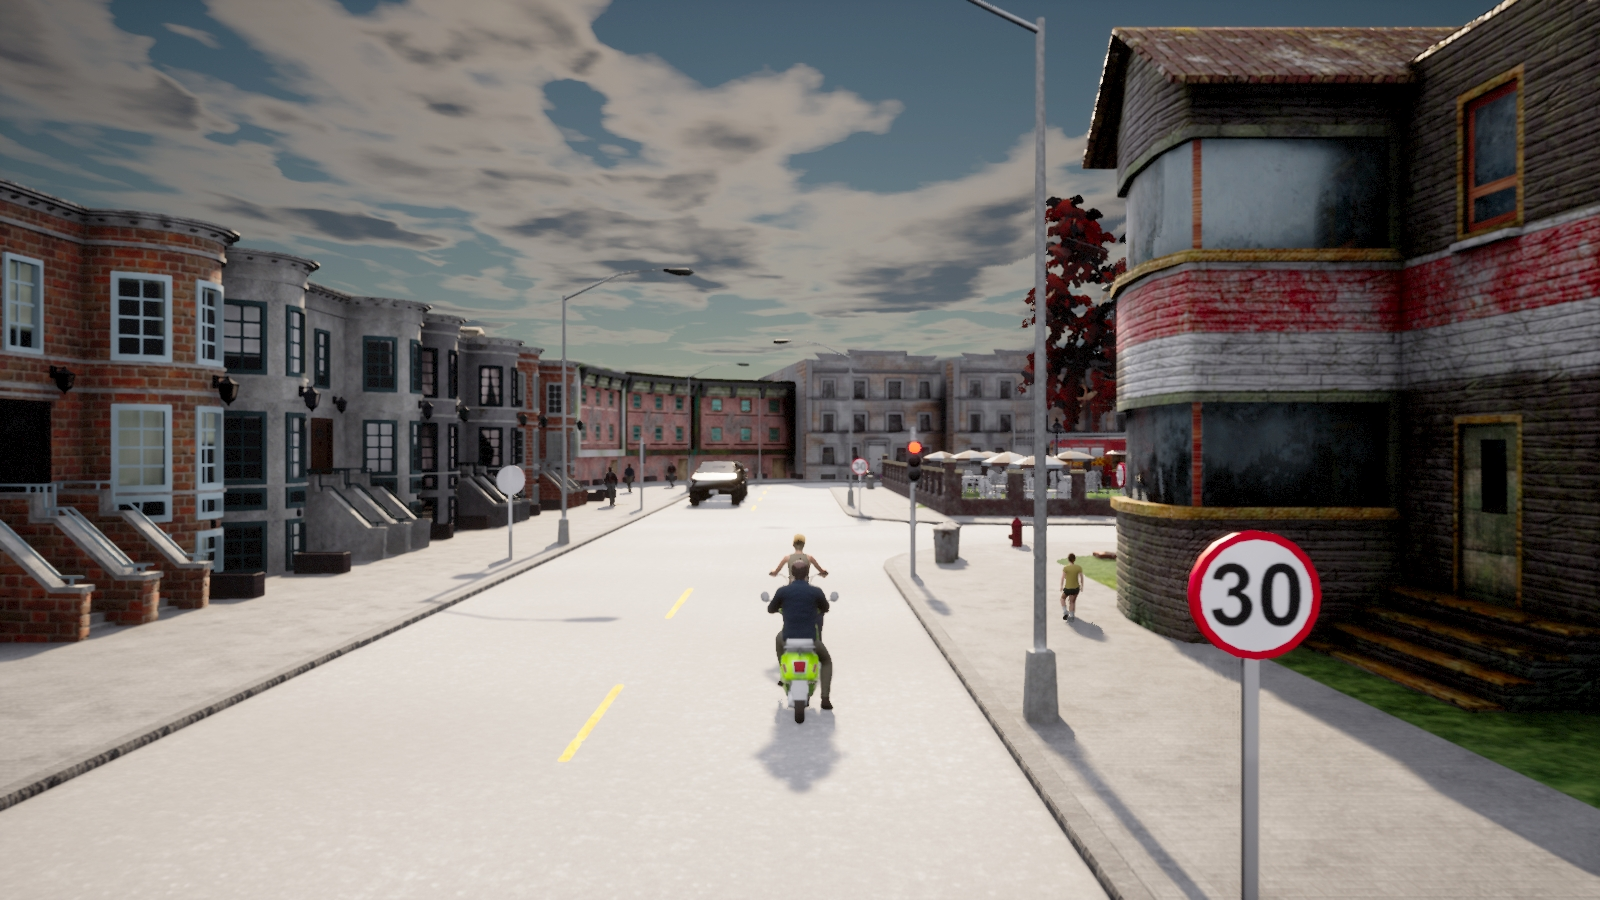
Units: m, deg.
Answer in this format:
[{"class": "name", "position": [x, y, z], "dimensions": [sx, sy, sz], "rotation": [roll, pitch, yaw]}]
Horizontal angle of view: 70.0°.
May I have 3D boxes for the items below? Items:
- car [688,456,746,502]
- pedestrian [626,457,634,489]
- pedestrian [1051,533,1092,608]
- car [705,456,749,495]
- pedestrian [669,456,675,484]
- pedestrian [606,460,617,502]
[{"class": "car", "position": [-3.999, 1.374, 56.259], "dimensions": [2.390, 2.098, 6.274], "rotation": [0, 0, 0]}, {"class": "pedestrian", "position": [-9.837, 1.337, 66.144], "dimensions": [0.375, 1.860, 0.375], "rotation": [0, 0, 3]}, {"class": "pedestrian", "position": [4.177, 1.852, 17.597], "dimensions": [0.500, 1.100, 0.500], "rotation": [0, 0, 0]}, {"class": "car", "position": [-4.054, 1.379, 63.983], "dimensions": [2.150, 2.045, 5.566], "rotation": [0, 0, 0]}, {"class": "pedestrian", "position": [-8.433, 1.312, 75.281], "dimensions": [0.375, 1.860, 0.375], "rotation": [0, 0, 8]}, {"class": "pedestrian", "position": [-8.404, 1.379, 51.037], "dimensions": [0.375, 1.860, 0.375], "rotation": [0, 0, 9]}]
